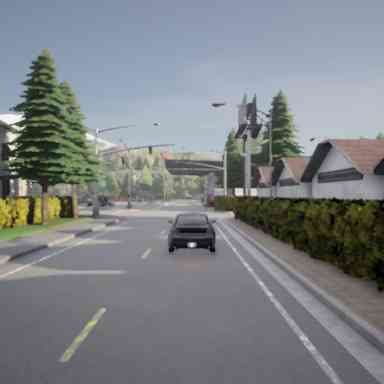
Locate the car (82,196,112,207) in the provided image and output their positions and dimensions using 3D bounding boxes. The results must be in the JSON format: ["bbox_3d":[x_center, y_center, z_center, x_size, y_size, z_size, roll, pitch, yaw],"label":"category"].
[{"bbox_3d":[-16.774,1.614,58.703,3.866,1.878,1.905,0,-1,-1],"label":"car"}]

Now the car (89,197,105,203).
[{"bbox_3d":[-24.041,2.091,84.394,3.633,1.501,1.845,0,-1,-1],"label":"car"}]

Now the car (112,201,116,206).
[{"bbox_3d":[-16.183,1.928,62.029,3.806,1.475,1.970,0,-1,-1],"label":"car"}]

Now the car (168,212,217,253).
[{"bbox_3d":[0.004,1.639,14.292,1.837,1.490,4.892,0,0,0],"label":"car"}]

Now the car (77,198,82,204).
[{"bbox_3d":[-24.024,1.978,74.401,4.514,1.523,2.007,0,-1,-1],"label":"car"}]
